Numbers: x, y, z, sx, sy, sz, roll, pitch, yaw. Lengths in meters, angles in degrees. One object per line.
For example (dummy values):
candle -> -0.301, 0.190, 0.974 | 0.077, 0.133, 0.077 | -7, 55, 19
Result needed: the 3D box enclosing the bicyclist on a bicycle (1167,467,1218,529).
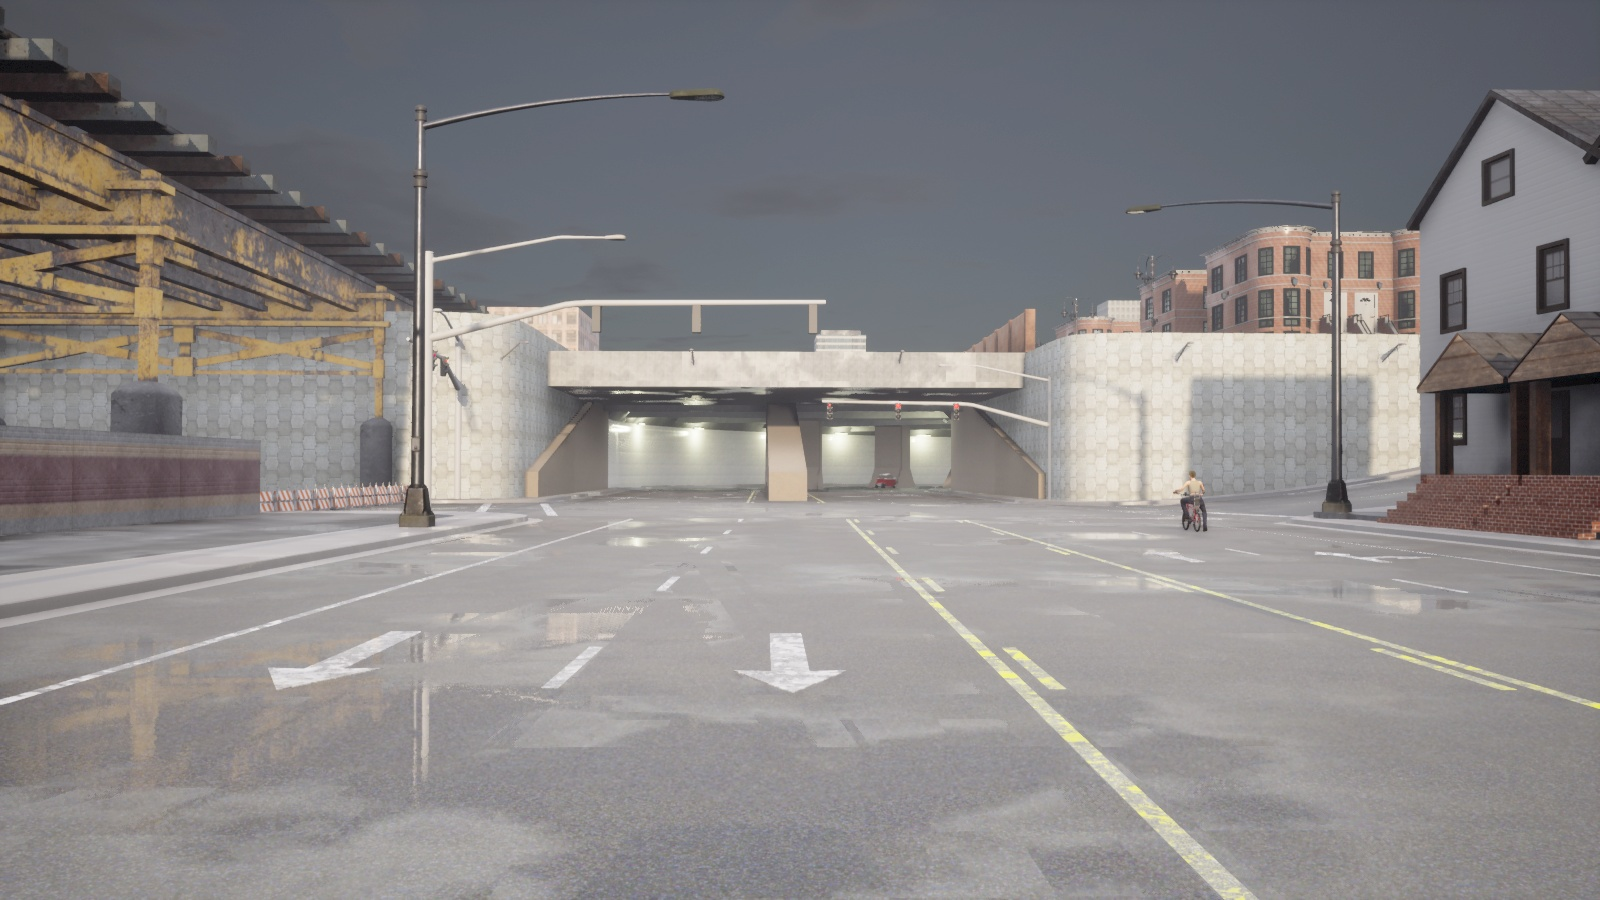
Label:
bicyclist on a bicycle -> 10.414, 1.269, 33.382 | 0.866, 1.612, 1.509 | 0, -1, 0
